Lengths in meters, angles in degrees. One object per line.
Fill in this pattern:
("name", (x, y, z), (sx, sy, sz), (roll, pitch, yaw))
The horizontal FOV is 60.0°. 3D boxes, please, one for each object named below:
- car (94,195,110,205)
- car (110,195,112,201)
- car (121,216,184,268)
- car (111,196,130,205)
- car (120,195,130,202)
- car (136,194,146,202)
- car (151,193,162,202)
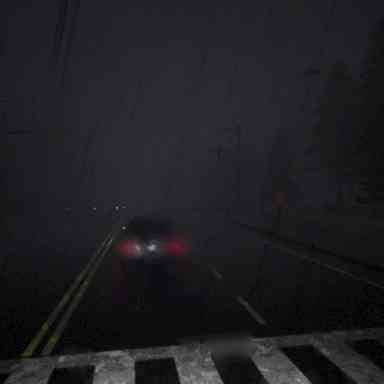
("car", (-15.983, 1.623, 58.412), (1.895, 1.301, 4.718), (0, 0, -8))
("car", (-18.307, 1.508, 73.434), (1.837, 1.490, 4.892), (0, 0, -9))
("car", (-1.414, 1.544, 11.380), (2.033, 1.411, 5.357), (0, 0, -8))
("car", (-12.494, 1.498, 58.721), (2.128, 1.511, 4.902), (0, 0, -8))
("car", (-14.785, 1.517, 73.566), (1.812, 1.442, 4.674), (0, 0, -9))
("car", (-11.571, 1.315, 75.652), (2.097, 1.767, 4.553), (0, 0, -9))
("car", (-8.123, 1.169, 76.255), (2.150, 2.045, 5.566), (0, 0, -9))
